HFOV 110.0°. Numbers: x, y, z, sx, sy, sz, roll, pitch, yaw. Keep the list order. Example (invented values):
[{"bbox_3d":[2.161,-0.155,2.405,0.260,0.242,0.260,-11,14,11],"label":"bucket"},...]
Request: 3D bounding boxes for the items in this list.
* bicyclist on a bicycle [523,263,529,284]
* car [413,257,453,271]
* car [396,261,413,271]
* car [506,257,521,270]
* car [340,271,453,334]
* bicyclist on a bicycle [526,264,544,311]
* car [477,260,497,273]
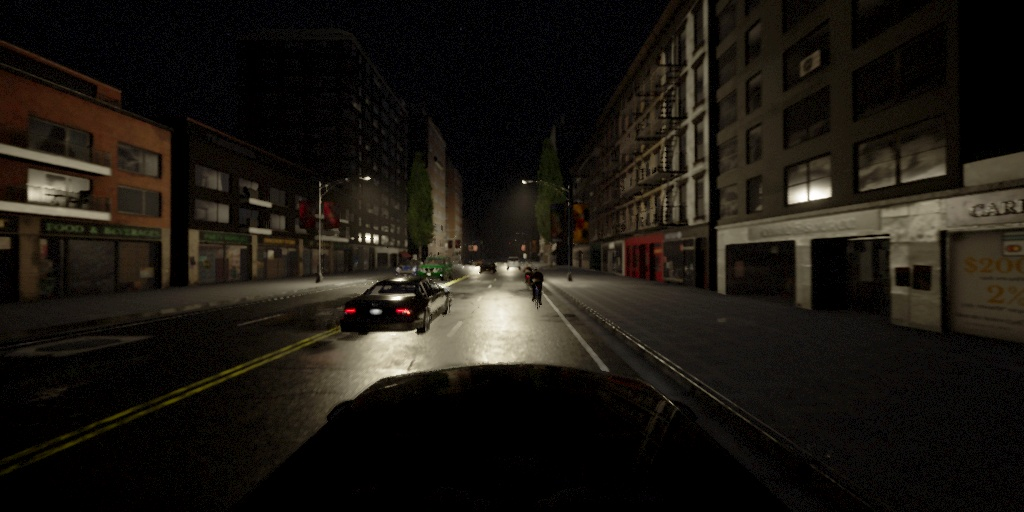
[{"bbox_3d":[0.988,1.270,22.654,0.582,1.620,1.656,0,0,0],"label":"bicyclist on a bicycle"},{"bbox_3d":[-6.469,1.079,30.756,2.150,2.045,5.566,0,0,0],"label":"car"},{"bbox_3d":[-9.692,1.229,34.859,2.097,1.767,4.553,0,0,0],"label":"car"},{"bbox_3d":[0.289,1.145,56.988,2.150,2.045,5.566,0,0,1],"label":"car"},{"bbox_3d":[-3.105,1.334,10.718,2.033,1.411,5.357,0,0,0],"label":"car"},{"bbox_3d":[0.949,1.241,13.650,0.582,1.620,1.656,0,0,0],"label":"bicyclist on a bicycle"},{"bbox_3d":[-2.958,1.371,45.278,1.882,1.535,5.008,0,0,0],"label":"car"}]
